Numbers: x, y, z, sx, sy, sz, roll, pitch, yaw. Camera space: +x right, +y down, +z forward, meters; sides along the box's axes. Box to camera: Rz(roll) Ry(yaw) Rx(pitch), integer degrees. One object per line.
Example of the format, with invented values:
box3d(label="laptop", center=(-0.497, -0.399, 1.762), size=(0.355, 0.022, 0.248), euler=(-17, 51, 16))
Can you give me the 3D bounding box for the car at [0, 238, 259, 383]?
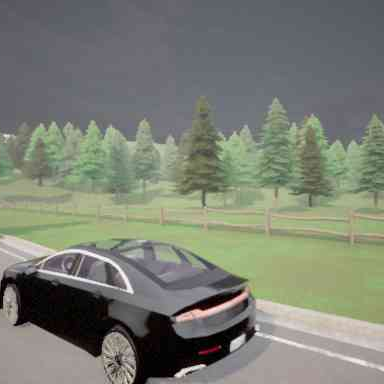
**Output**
box3d(label="car", center=(-1.339, 1.515, 5.355), size=(4.902, 1.511, 2.128), euler=(0, 0, 40))
